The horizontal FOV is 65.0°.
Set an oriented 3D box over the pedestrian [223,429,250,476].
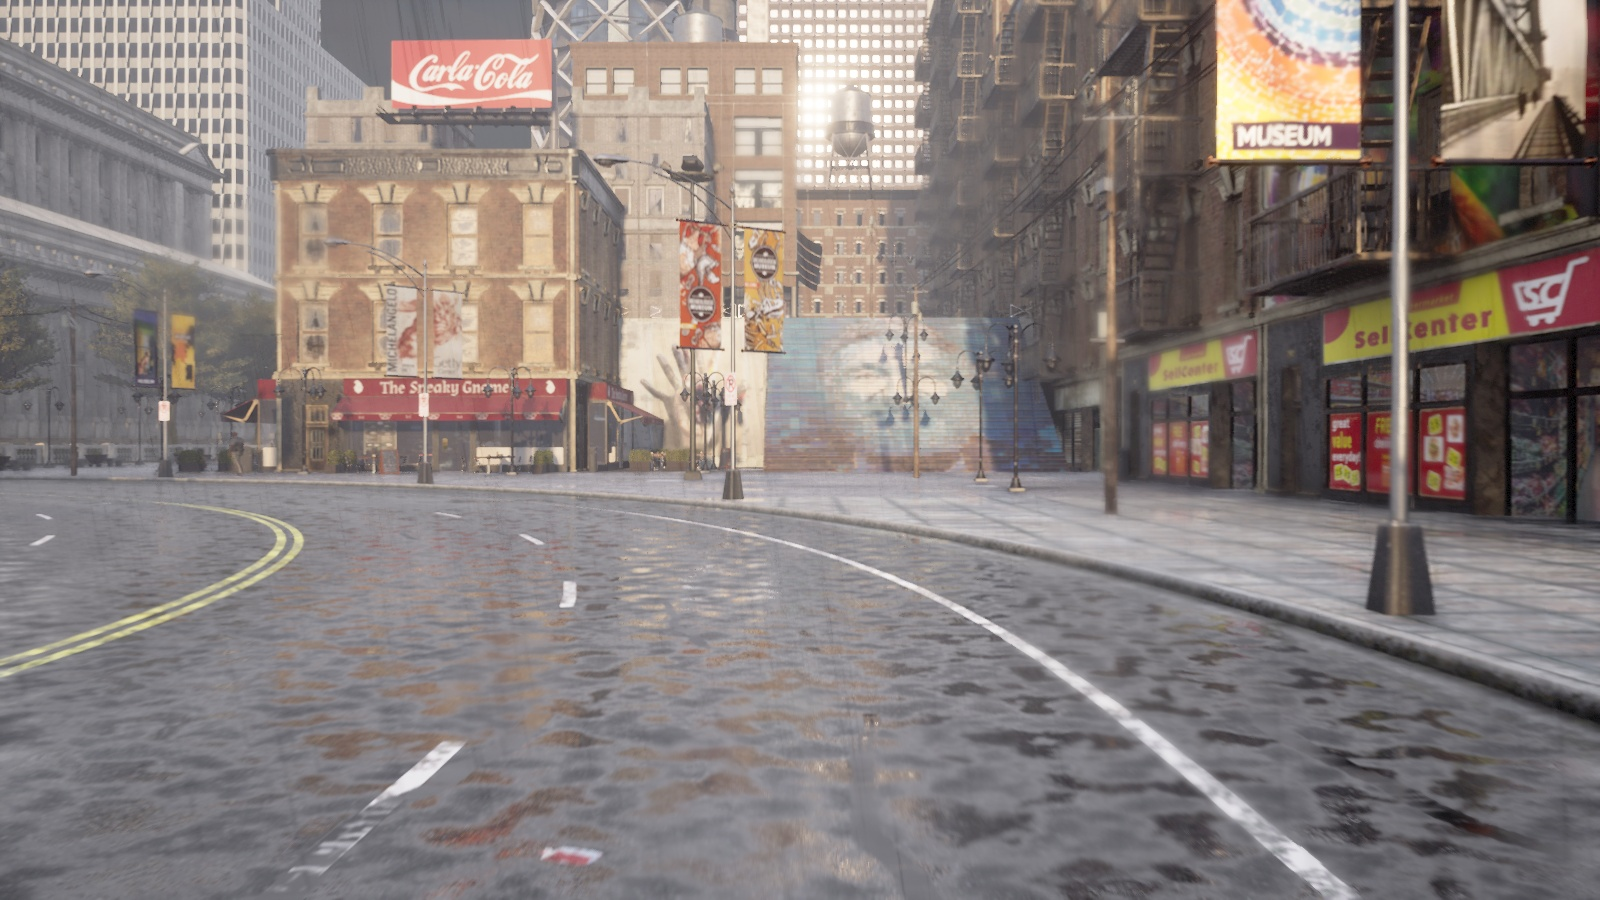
[{"bbox_3d":[-23.155,0.100,51.578,0.849,1.883,0.563,0,0,17],"label":"pedestrian"}]
